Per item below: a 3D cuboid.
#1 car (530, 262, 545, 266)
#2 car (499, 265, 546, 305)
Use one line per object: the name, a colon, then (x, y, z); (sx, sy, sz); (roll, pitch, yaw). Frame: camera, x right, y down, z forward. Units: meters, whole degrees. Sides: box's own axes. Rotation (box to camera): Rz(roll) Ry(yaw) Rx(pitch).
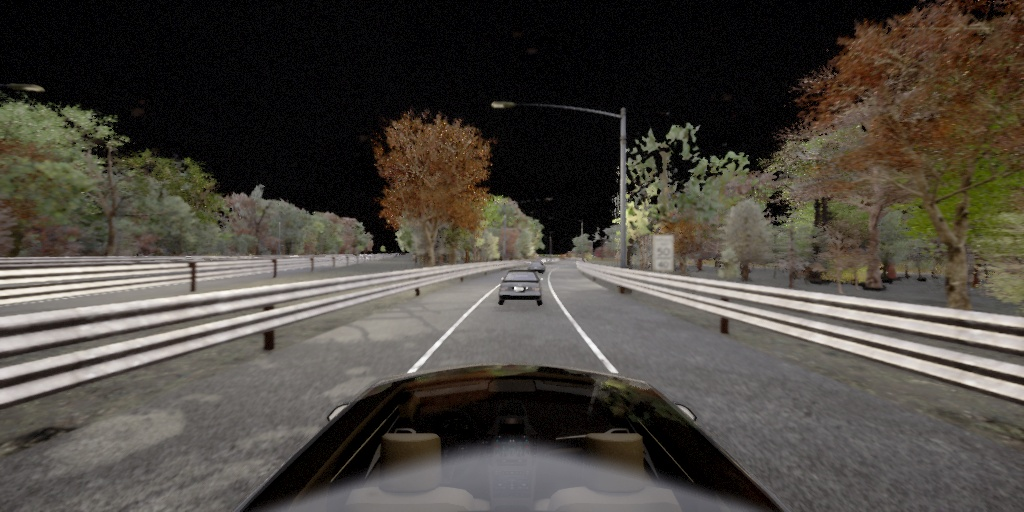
car: (3.135, 1.403, 44.784); (1.994, 1.385, 4.181); (0, 0, 8)
car: (0.441, 1.331, 16.410); (2.033, 1.411, 5.357); (0, 0, 3)
